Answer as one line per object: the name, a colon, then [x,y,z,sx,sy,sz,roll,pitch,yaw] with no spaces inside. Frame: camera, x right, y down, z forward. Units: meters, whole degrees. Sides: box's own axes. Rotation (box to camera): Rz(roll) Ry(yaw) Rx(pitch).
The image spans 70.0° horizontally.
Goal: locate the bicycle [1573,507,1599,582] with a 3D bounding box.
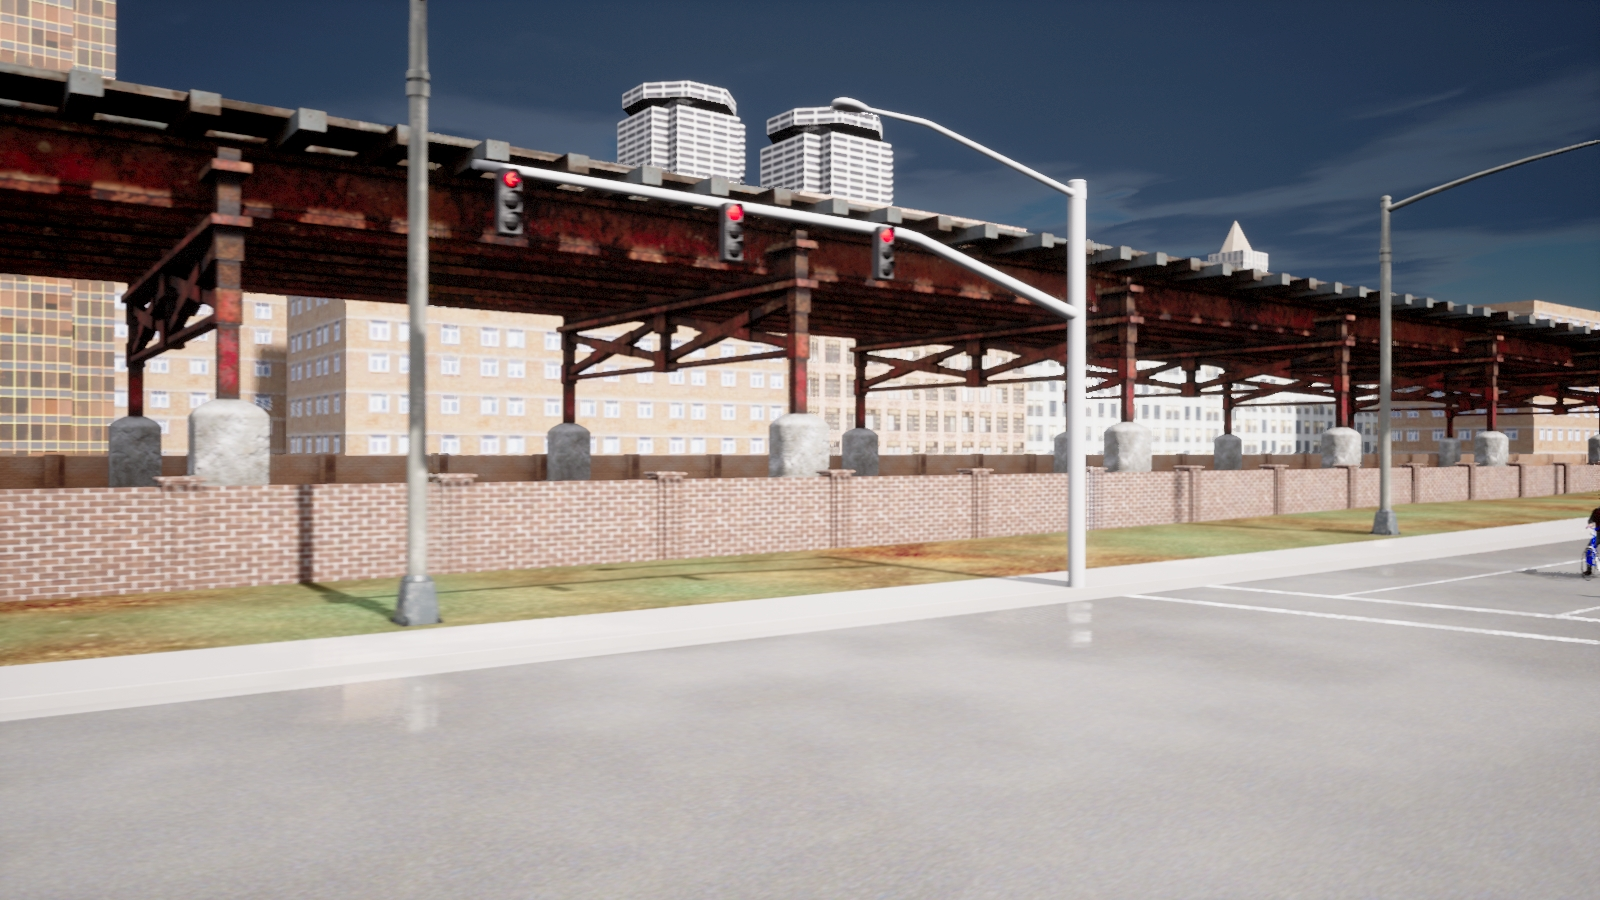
bicycle: [16.931,1.973,24.164,1.835,1.496,0.329,0,0,-35]
